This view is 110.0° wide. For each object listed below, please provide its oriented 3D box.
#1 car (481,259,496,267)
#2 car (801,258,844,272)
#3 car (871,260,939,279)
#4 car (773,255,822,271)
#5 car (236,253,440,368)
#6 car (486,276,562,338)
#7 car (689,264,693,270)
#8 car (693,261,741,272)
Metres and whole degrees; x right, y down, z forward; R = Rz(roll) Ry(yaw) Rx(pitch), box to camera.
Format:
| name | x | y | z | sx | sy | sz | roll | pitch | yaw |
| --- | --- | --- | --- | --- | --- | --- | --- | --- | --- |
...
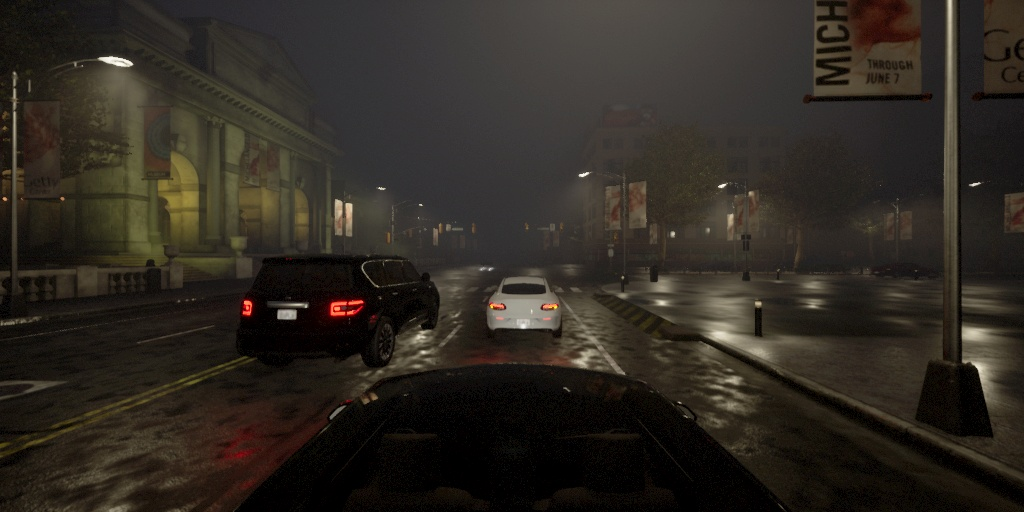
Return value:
| name | x | y | z | sx | sy | sz | roll | pitch | yaw |
| --- | --- | --- | --- | --- | --- | --- | --- | --- | --- |
| car | -4.452 | 1.250 | 63.877 | 1.895 | 1.301 | 4.718 | 0 | 0 | 2 |
| car | 37.101 | 1.305 | 42.935 | 4.181 | 1.385 | 1.994 | 0 | 0 | 3 |
| car | 34.415 | 1.269 | 31.505 | 4.674 | 1.442 | 1.812 | 0 | 0 | 2 |
| car | 37.194 | 0.957 | 46.457 | 5.566 | 2.045 | 2.150 | -1 | 0 | 2 |
| car | -3.244 | 0.970 | 8.047 | 2.150 | 2.045 | 5.566 | 0 | 0 | 3 |
| car | 0.352 | 1.274 | 10.097 | 1.812 | 1.442 | 4.674 | 0 | 0 | 3 |
| car | 25.533 | 1.304 | 46.910 | 4.181 | 1.385 | 1.994 | 0 | 0 | 2 |
| car | 25.085 | 1.267 | 43.438 | 4.674 | 1.442 | 1.812 | 0 | 0 | 2 |
